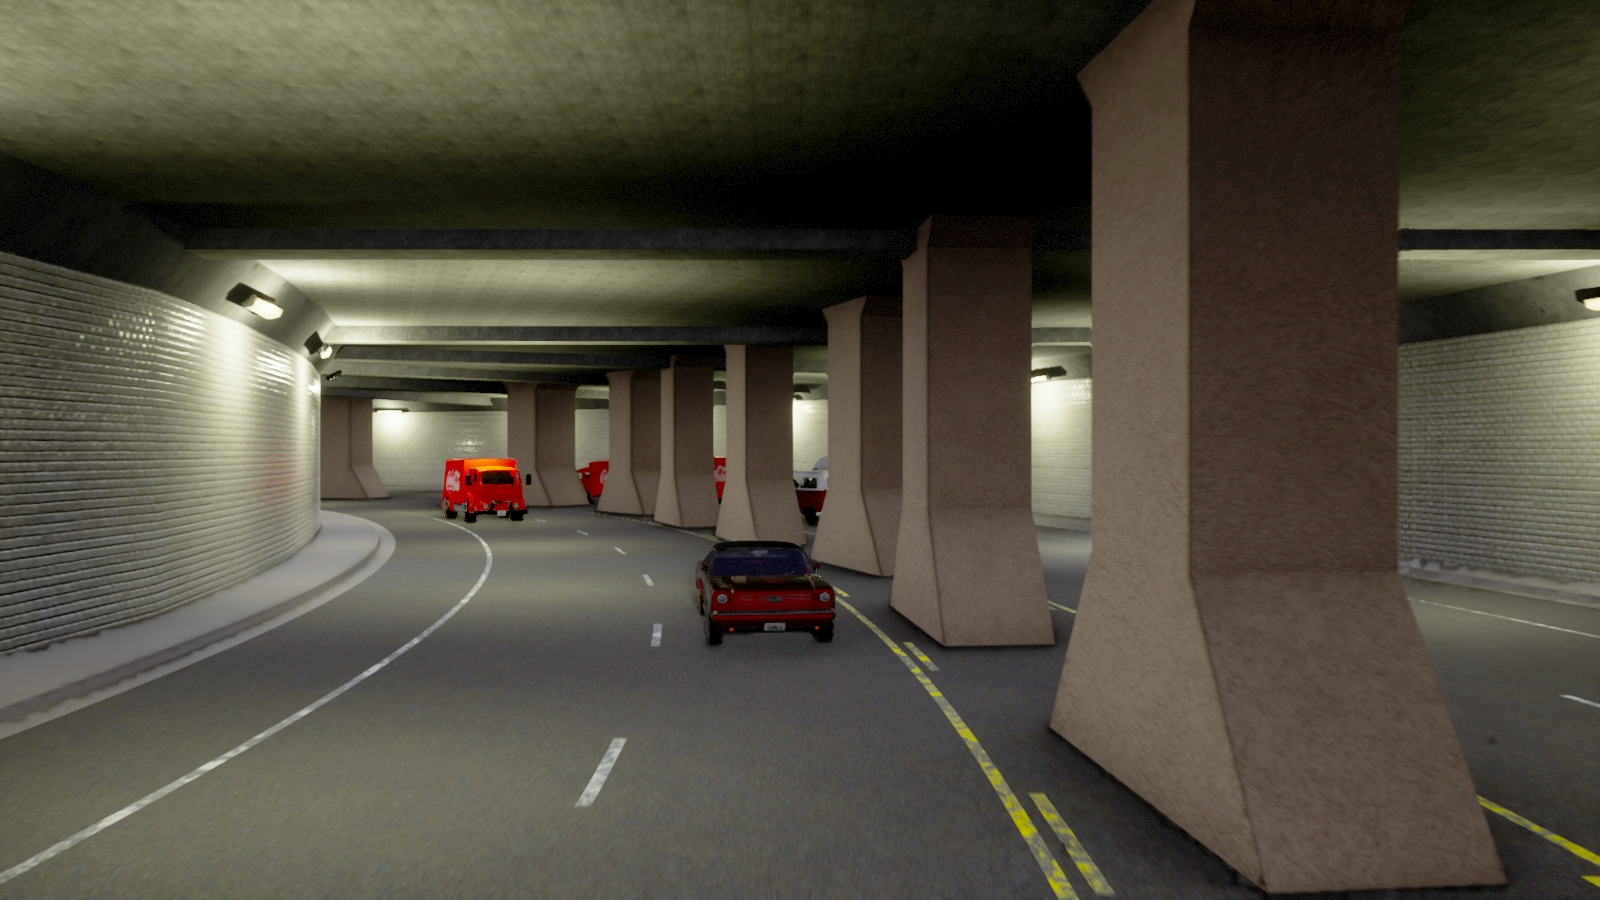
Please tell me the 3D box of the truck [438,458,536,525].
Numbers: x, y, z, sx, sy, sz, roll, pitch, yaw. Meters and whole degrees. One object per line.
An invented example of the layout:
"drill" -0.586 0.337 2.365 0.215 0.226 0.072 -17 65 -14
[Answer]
"truck" -12.502 1.569 45.384 2.627 2.467 5.204 0 0 -29

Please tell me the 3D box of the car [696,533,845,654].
"car" -0.612 2.155 18.174 1.895 1.301 4.718 0 0 -7

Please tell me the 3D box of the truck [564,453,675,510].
"truck" -9.469 1.668 59.857 5.204 2.467 2.627 -5 4 38
